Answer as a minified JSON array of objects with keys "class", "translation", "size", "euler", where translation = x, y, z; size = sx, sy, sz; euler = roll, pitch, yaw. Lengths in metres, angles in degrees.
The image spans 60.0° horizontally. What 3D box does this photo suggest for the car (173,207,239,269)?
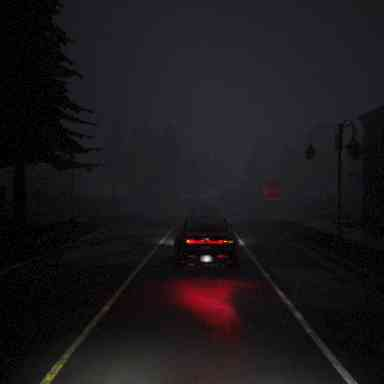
[{"class":"car","translation":[0.441,1.477,11.023],"size":[1.837,1.490,4.892],"euler":[0,0,2]}]
